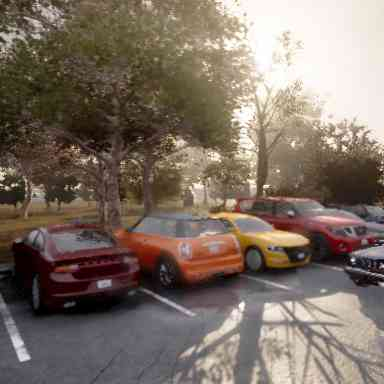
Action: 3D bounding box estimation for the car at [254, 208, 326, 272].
[{"bbox_3d":[1.552,1.479,11.163,2.097,1.535,5.008,0,0,-35],"label":"car"}]

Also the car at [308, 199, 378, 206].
[{"bbox_3d":[8.345,1.350,16.030,2.185,1.767,4.553,0,0,-35],"label":"car"}]

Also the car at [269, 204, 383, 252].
[{"bbox_3d":[6.090,1.479,14.394,2.231,1.521,4.892,0,0,-35],"label":"car"}]

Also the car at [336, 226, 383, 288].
[{"bbox_3d":[5.762,1.600,8.090,4.718,1.301,1.895,0,0,-35],"label":"car"}]

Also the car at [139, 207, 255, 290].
[{"bbox_3d":[-0.696,1.354,9.518,2.185,1.767,4.553,0,0,-35],"label":"car"}]

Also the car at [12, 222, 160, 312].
[{"bbox_3d":[-2.979,1.480,7.925,2.097,1.535,5.008,0,0,-35],"label":"car"}]
